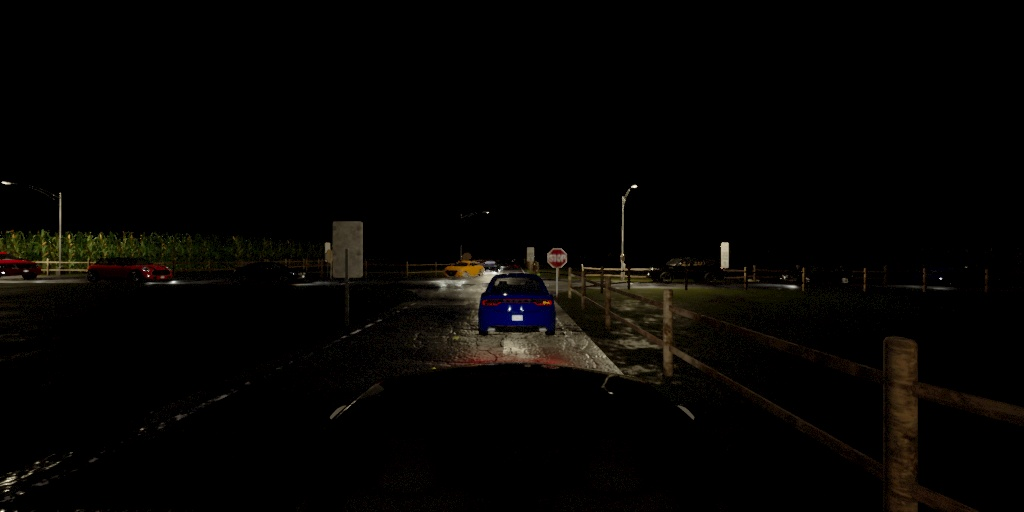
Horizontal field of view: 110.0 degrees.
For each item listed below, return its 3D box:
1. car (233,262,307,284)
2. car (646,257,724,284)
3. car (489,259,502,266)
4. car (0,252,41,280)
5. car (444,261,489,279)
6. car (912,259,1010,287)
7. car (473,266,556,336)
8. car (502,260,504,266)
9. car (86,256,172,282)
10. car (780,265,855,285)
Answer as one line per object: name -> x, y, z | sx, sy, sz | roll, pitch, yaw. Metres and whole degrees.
car -> -17.026, 1.155, 25.272 | 4.674, 1.442, 1.812 | 0, 0, 1
car -> 13.402, 1.087, 27.888 | 5.566, 2.045, 2.150 | 0, 0, 1
car -> -2.753, 1.310, 46.322 | 1.994, 1.385, 4.181 | 0, 0, 0
car -> -37.296, 0.692, 25.515 | 5.566, 2.045, 2.150 | 0, 0, 1
car -> -4.267, 1.221, 32.712 | 1.882, 1.535, 5.008 | 1, 0, 21
car -> 34.497, 1.274, 27.620 | 5.566, 2.045, 2.150 | 1, 0, 1
car -> 0.120, 1.227, 10.456 | 1.882, 1.535, 5.008 | 0, 0, 0
car -> -2.722, 1.245, 56.718 | 1.837, 1.490, 4.892 | 0, 1, 0
car -> -26.958, 0.903, 25.390 | 4.553, 1.767, 2.097 | 0, 0, 1
car -> 23.560, 1.458, 27.755 | 4.892, 1.490, 1.837 | 1, 0, 1
